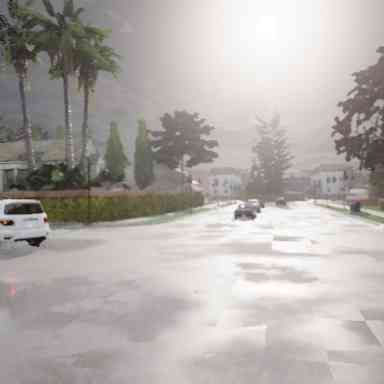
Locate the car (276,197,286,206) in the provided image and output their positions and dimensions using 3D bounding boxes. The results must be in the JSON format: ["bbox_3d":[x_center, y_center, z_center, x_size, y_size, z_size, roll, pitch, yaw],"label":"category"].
[{"bbox_3d":[16.315,1.763,61.147,1.837,1.490,4.892,-1,-2,14],"label":"car"}]

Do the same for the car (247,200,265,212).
[{"bbox_3d":[7.432,1.711,40.672,2.128,1.511,4.902,-1,0,14],"label":"car"}]

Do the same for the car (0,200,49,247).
[{"bbox_3d":[-8.602,1.349,14.426,5.566,2.045,2.150,-1,-1,32],"label":"car"}]

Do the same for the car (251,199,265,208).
[{"bbox_3d":[10.612,1.876,53.213,1.895,1.301,4.718,-1,0,14],"label":"car"}]

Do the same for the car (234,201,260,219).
[{"bbox_3d":[5.004,1.777,30.964,1.895,1.301,4.718,-1,0,14],"label":"car"}]
